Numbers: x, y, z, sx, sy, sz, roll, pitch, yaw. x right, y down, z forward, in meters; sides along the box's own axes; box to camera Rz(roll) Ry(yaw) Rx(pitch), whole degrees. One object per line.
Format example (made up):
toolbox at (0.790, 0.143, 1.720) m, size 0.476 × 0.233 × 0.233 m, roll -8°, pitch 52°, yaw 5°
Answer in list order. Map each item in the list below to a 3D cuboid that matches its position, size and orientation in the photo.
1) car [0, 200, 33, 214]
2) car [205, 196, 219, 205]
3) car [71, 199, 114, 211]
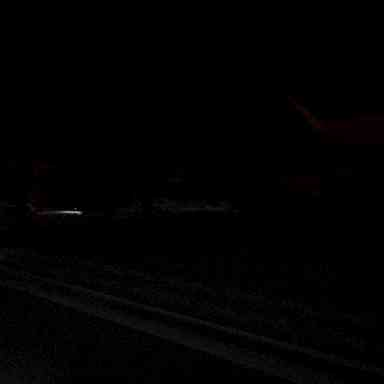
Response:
car at (-17.750, 1.526, 32.082) m, size 1.812 × 1.442 × 4.674 m, roll 0°, pitch 0°, yaw 34°
car at (3.486, 1.505, 58.535) m, size 1.837 × 1.490 × 4.892 m, roll 0°, pitch 0°, yaw 14°
car at (-11.990, 1.547, 40.650) m, size 2.033 × 1.411 × 5.357 m, roll 0°, pitch 0°, yaw 34°
